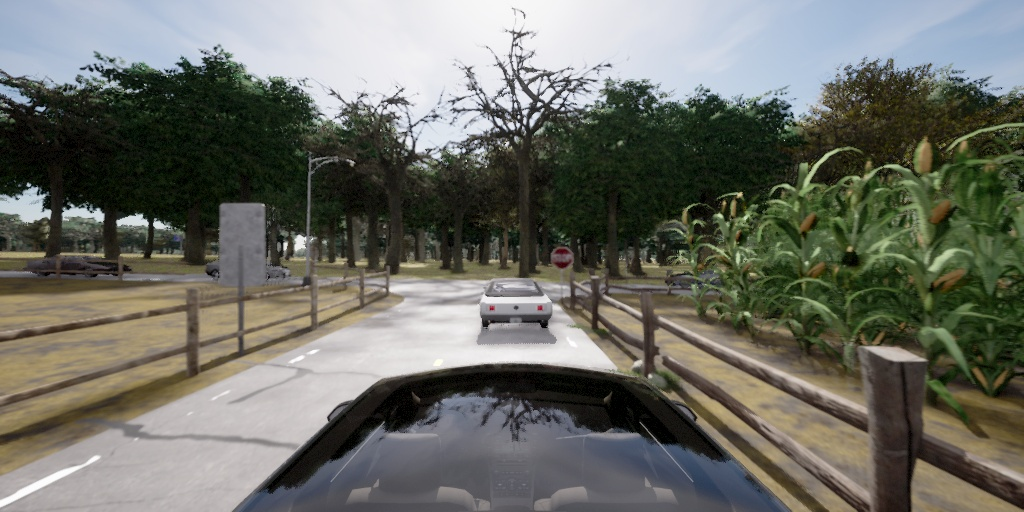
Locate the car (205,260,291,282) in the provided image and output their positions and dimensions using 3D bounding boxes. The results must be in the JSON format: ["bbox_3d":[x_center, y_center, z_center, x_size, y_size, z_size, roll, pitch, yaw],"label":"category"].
[{"bbox_3d":[-17.003,0.843,23.251,4.902,1.511,2.128,1,0,0],"label":"car"}]

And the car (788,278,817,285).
[{"bbox_3d":[20.651,1.790,23.198,5.357,1.411,2.033,1,0,1],"label":"car"}]

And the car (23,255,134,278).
[{"bbox_3d":[-28.035,0.638,23.277,5.357,1.411,2.033,1,0,0],"label":"car"}]

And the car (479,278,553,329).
[{"bbox_3d":[0.017,1.340,11.262,1.895,1.301,4.718,0,0,-2],"label":"car"}]

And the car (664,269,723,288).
[{"bbox_3d":[13.370,1.635,26.122,4.181,1.385,1.994,1,0,0],"label":"car"}]
